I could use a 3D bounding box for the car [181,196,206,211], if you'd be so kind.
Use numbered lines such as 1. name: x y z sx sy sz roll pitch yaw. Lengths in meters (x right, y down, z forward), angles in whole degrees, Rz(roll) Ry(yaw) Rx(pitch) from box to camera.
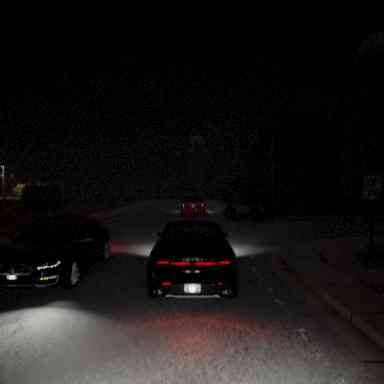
1. car: 0.104 1.158 29.577 2.097 1.767 4.553 0 0 0

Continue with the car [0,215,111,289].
1. car: -3.567 1.435 9.038 1.837 1.490 4.892 0 0 0

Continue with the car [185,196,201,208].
1. car: 0.132 1.258 43.686 2.033 1.411 5.357 0 0 0

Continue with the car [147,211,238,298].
1. car: 0.013 1.450 8.351 1.837 1.490 4.892 0 0 0

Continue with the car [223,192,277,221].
1. car: 4.192 0.999 24.113 1.905 1.878 3.866 -8 4 -42
